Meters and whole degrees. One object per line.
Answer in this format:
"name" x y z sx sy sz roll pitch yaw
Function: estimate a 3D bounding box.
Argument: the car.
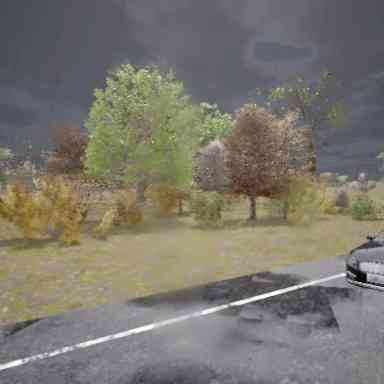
"car" 5.680 1.476 8.128 4.902 1.511 2.128 0 0 -36
